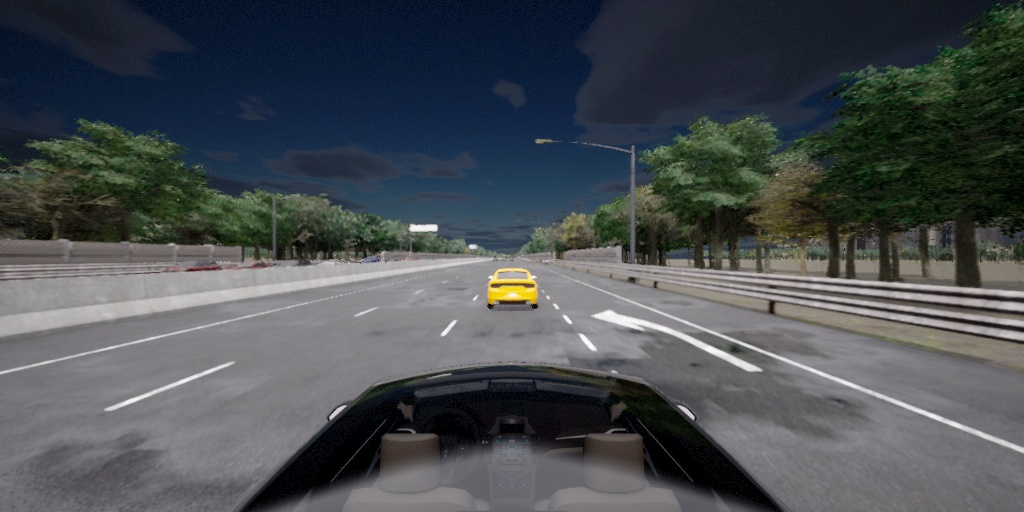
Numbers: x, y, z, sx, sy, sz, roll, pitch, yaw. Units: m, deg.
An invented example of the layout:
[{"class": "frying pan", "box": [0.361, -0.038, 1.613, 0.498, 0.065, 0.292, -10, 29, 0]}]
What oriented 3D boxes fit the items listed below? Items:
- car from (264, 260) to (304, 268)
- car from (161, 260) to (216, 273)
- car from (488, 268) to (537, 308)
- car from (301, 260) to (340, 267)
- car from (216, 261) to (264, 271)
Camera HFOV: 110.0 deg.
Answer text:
[{"class": "car", "box": [-21.081, 1.146, 34.560, 2.097, 1.767, 4.553, 0, 0, 0]}, {"class": "car", "box": [-28.080, 1.143, 31.603, 2.097, 1.767, 4.553, 0, 0, 0]}, {"class": "car", "box": [0.016, 1.266, 15.364, 1.882, 1.535, 5.008, 0, 0, 0]}, {"class": "car", "box": [-17.585, 1.317, 34.207, 1.812, 1.442, 4.674, 0, 0, 0]}, {"class": "car", "box": [-24.583, 1.270, 33.725, 1.882, 1.535, 5.008, 0, 0, 0]}]
